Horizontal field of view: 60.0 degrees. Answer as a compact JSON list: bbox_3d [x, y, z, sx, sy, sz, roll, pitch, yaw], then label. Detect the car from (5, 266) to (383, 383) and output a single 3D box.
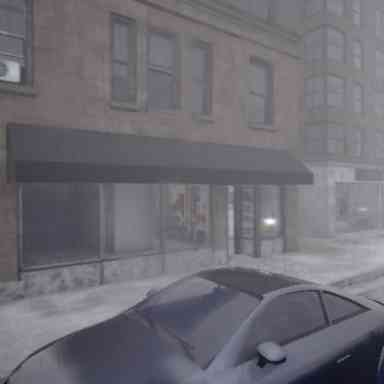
[{"bbox_3d":[0.403,1.556,3.359,4.181,1.385,1.994,0,0,-36],"label":"car"}]
